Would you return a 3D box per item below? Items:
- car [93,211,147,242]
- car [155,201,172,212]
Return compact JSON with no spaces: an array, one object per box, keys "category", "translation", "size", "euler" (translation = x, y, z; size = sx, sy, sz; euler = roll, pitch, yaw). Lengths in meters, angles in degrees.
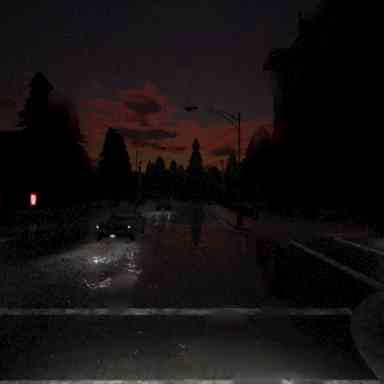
[{"category":"car","translation":[-3.524,1.659,17.014],"size":[1.895,1.301,4.718],"euler":[0,0,0]},{"category":"car","translation":[-3.562,1.756,42.521],"size":[1.895,1.301,4.718],"euler":[0,0,0]}]
